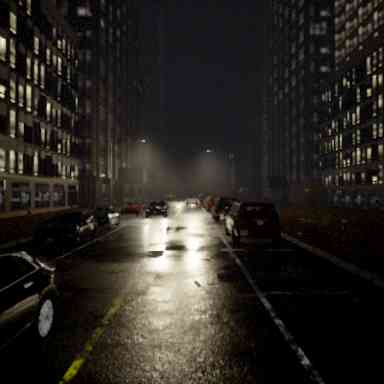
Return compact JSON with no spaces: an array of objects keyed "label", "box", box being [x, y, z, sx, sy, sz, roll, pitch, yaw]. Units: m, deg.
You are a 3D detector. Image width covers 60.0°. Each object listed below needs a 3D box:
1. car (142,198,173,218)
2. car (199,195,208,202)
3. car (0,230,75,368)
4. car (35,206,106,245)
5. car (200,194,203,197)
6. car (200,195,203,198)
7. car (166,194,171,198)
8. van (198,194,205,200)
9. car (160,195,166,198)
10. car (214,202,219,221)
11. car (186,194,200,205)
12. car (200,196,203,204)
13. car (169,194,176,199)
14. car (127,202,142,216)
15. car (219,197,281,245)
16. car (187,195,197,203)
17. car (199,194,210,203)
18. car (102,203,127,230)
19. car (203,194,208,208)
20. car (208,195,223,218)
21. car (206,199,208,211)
[{"label":"car","box":[-3.028,1.507,29.956,1.837,1.490,4.892,0,-1,0]},{"label":"car","box":[2.678,1.435,76.435,1.967,1.590,4.097,0,0,0]},{"label":"car","box":[-3.094,1.503,3.629,1.837,1.490,4.892,0,1,0]},{"label":"car","box":[-5.690,1.566,15.500,1.947,1.339,4.313,0,0,0]},{"label":"car","box":[2.680,1.563,65.356,1.947,1.339,4.313,0,0,0]},{"label":"car","box":[2.683,1.524,54.448,1.752,1.417,4.829,0,0,0]},{"label":"car","box":[-5.700,1.578,65.354,1.802,1.307,4.206,0,0,0]},{"label":"van","box":[2.675,1.333,93.053,1.690,1.788,3.998,0,0,0]},{"label":"car","box":[-5.698,1.580,54.276,1.802,1.307,4.206,0,0,0]},{"label":"car","box":[2.689,1.546,21.041,1.887,1.381,4.507,0,0,0]},{"label":"car","box":[-0.012,1.523,57.459,1.812,1.442,4.674,0,0,0]},{"label":"car","box":[2.684,1.549,48.739,2.008,1.369,4.403,0,0,0]},{"label":"car","box":[-5.703,1.309,81.972,2.192,1.841,5.009,0,0,0]},{"label":"car","box":[-5.693,1.582,32.118,1.802,1.307,4.206,0,0,0]},{"label":"car","box":[2.691,1.316,15.502,2.192,1.841,5.009,0,0,0]},{"label":"car","box":[-0.013,1.472,67.467,1.837,1.490,4.892,0,0,0]},{"label":"car","box":[2.680,1.311,70.896,2.192,1.841,5.009,0,0,0]},{"label":"car","box":[-5.691,1.551,21.039,2.008,1.369,4.403,0,0,0]},{"label":"car","box":[2.687,1.315,37.660,2.192,1.841,5.009,0,0,0]},{"label":"car","box":[2.689,1.316,26.582,2.192,1.841,5.009,0,0,0]},{"label":"car","box":[2.687,1.566,32.121,1.947,1.339,4.313,0,0,0]}]
